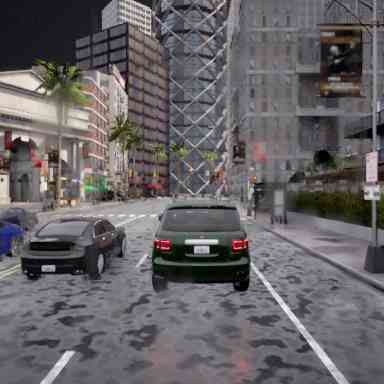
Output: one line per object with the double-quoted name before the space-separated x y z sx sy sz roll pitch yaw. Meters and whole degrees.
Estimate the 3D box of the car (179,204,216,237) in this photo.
"car" 0.300 1.505 19.048 1.837 1.490 4.892 0 0 1

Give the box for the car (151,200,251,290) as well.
"car" 0.200 1.221 9.188 2.150 2.045 5.566 0 0 0

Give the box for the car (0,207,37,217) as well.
"car" -10.369 1.547 18.123 2.033 1.411 5.357 0 0 1

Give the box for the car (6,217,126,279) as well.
"car" -3.283 1.505 10.075 1.837 1.490 4.892 0 0 0

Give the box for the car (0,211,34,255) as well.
"car" -6.987 1.526 10.212 1.812 1.442 4.674 0 0 1
